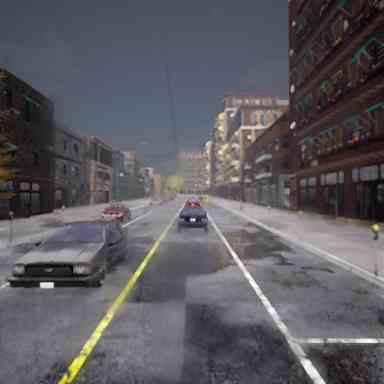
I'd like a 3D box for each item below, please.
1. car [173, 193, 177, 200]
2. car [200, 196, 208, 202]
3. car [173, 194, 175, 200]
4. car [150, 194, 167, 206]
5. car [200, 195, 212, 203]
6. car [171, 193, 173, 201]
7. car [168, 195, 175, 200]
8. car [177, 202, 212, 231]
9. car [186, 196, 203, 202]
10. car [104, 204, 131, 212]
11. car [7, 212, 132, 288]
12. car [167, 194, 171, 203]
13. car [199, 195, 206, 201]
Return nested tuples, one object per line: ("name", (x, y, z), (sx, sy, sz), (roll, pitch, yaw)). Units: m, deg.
("car", (-5.656, 1.301, 82.156), (2.192, 1.841, 5.009), (1, 0, 0))
("car", (2.718, 1.568, 76.528), (1.802, 1.307, 4.206), (1, 0, 0))
("car", (-5.662, 1.552, 76.469), (1.947, 1.339, 4.313), (1, 0, 0))
("car", (-5.664, 1.427, 53.722), (1.967, 1.590, 4.097), (1, 0, 0))
("car", (2.715, 1.512, 59.639), (1.752, 1.417, 4.829), (1, 0, 0))
("car", (-5.661, 1.426, 70.783), (1.967, 1.590, 4.097), (1, 0, 0))
("car", (-5.667, 1.569, 93.530), (1.802, 1.307, 4.206), (1, 0, 0))
("car", (0.067, 1.542, 20.299), (2.033, 1.411, 5.357), (0, 0, 0))
("car", (0.106, 1.552, 45.290), (1.994, 1.385, 4.181), (0, 0, 0))
("car", (-5.672, 1.575, 25.289), (1.802, 1.307, 4.206), (1, 0, 0))
("car", (-2.998, 1.545, 9.544), (2.033, 1.411, 5.357), (0, 0, 0))
("car", (-5.665, 1.552, 65.097), (1.947, 1.339, 4.313), (1, 0, 0))
("car", (2.720, 1.531, 87.902), (1.887, 1.381, 4.507), (1, 0, 0))
